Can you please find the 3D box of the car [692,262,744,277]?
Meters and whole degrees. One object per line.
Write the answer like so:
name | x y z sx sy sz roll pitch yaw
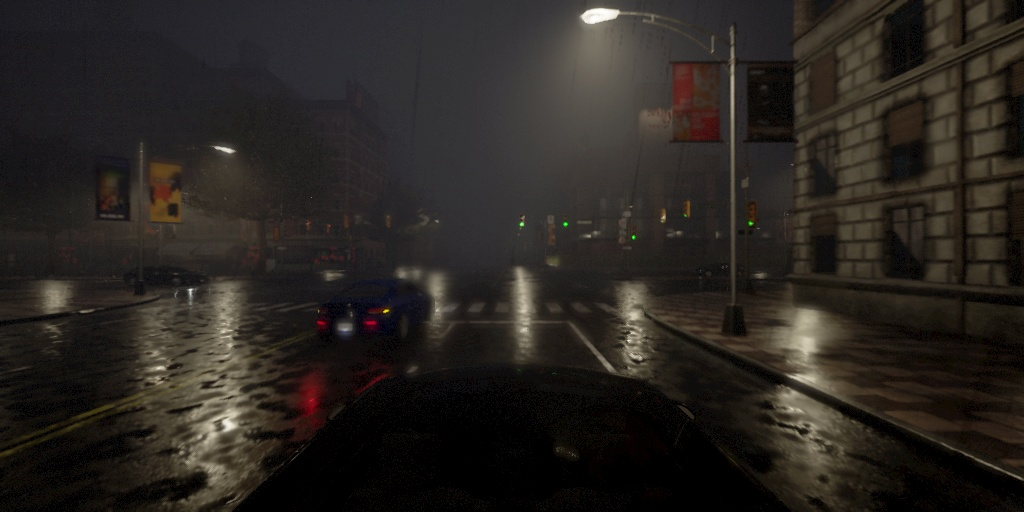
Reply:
car | 20.644 1.334 35.803 4.892 1.490 1.837 0 0 1

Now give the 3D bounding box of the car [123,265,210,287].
car | -23.531 1.381 24.504 4.892 1.490 1.837 1 0 0

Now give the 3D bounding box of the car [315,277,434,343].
car | -3.401 1.296 9.634 1.812 1.442 4.674 0 0 0
